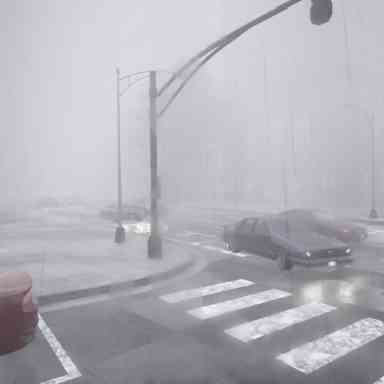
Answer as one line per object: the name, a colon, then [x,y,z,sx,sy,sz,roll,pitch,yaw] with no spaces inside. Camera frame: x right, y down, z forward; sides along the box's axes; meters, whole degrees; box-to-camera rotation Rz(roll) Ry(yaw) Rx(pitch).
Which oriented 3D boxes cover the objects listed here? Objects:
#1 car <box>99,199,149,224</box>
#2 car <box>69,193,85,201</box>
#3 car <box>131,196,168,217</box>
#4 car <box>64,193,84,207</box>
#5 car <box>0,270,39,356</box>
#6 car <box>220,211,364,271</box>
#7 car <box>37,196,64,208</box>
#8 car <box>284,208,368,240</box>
car: [-5.202,1.455,24.230,1.994,1.385,4.181,-1,1,-36]
car: [-22.843,0.923,66.041,1.812,1.442,4.674,-1,1,-36]
car: [-3.870,1.177,27.963,2.097,1.767,4.553,-1,1,-36]
car: [-16.554,1.198,45.804,2.033,1.411,5.357,-1,1,-35]
car: [-4.179,1.545,3.677,4.507,1.381,1.887,0,-1,-36]
car: [2.827,1.555,11.413,2.033,1.411,5.357,0,0,-21]
car: [-18.749,1.251,43.273,2.033,1.411,5.357,-1,1,-35]
car: [5.375,1.476,15.016,1.812,1.442,4.674,-1,1,-36]
